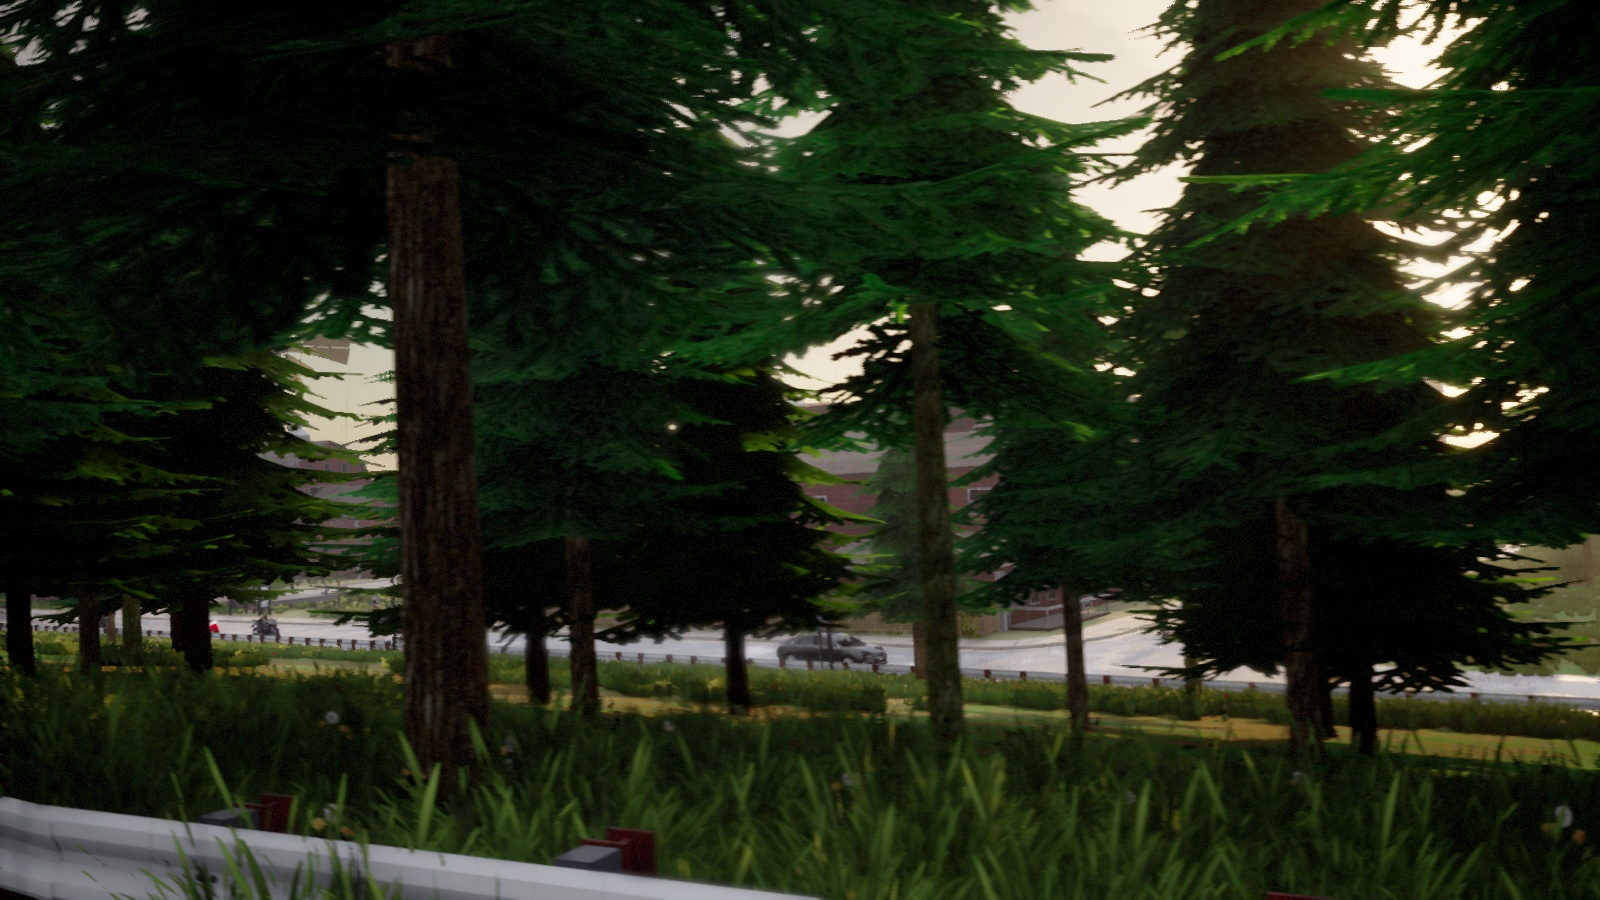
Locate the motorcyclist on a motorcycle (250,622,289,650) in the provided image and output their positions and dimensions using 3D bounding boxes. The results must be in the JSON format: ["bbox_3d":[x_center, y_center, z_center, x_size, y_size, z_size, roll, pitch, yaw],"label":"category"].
[{"bbox_3d":[-33.020,11.570,78.124,2.191,1.530,0.866,-5,-2,23],"label":"motorcyclist on a motorcycle"}]

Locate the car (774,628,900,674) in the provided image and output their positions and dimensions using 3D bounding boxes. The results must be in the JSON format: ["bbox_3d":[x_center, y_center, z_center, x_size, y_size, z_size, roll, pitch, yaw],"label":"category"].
[{"bbox_3d":[1.462,8.136,51.096,4.892,1.490,1.837,-6,-2,37],"label":"car"}]

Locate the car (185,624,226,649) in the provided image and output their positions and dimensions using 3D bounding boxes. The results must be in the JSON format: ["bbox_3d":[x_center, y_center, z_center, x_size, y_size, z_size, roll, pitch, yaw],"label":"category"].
[{"bbox_3d":[-38.707,12.126,81.762,2.207,1.376,1.481,-6,-2,37],"label":"car"}]
